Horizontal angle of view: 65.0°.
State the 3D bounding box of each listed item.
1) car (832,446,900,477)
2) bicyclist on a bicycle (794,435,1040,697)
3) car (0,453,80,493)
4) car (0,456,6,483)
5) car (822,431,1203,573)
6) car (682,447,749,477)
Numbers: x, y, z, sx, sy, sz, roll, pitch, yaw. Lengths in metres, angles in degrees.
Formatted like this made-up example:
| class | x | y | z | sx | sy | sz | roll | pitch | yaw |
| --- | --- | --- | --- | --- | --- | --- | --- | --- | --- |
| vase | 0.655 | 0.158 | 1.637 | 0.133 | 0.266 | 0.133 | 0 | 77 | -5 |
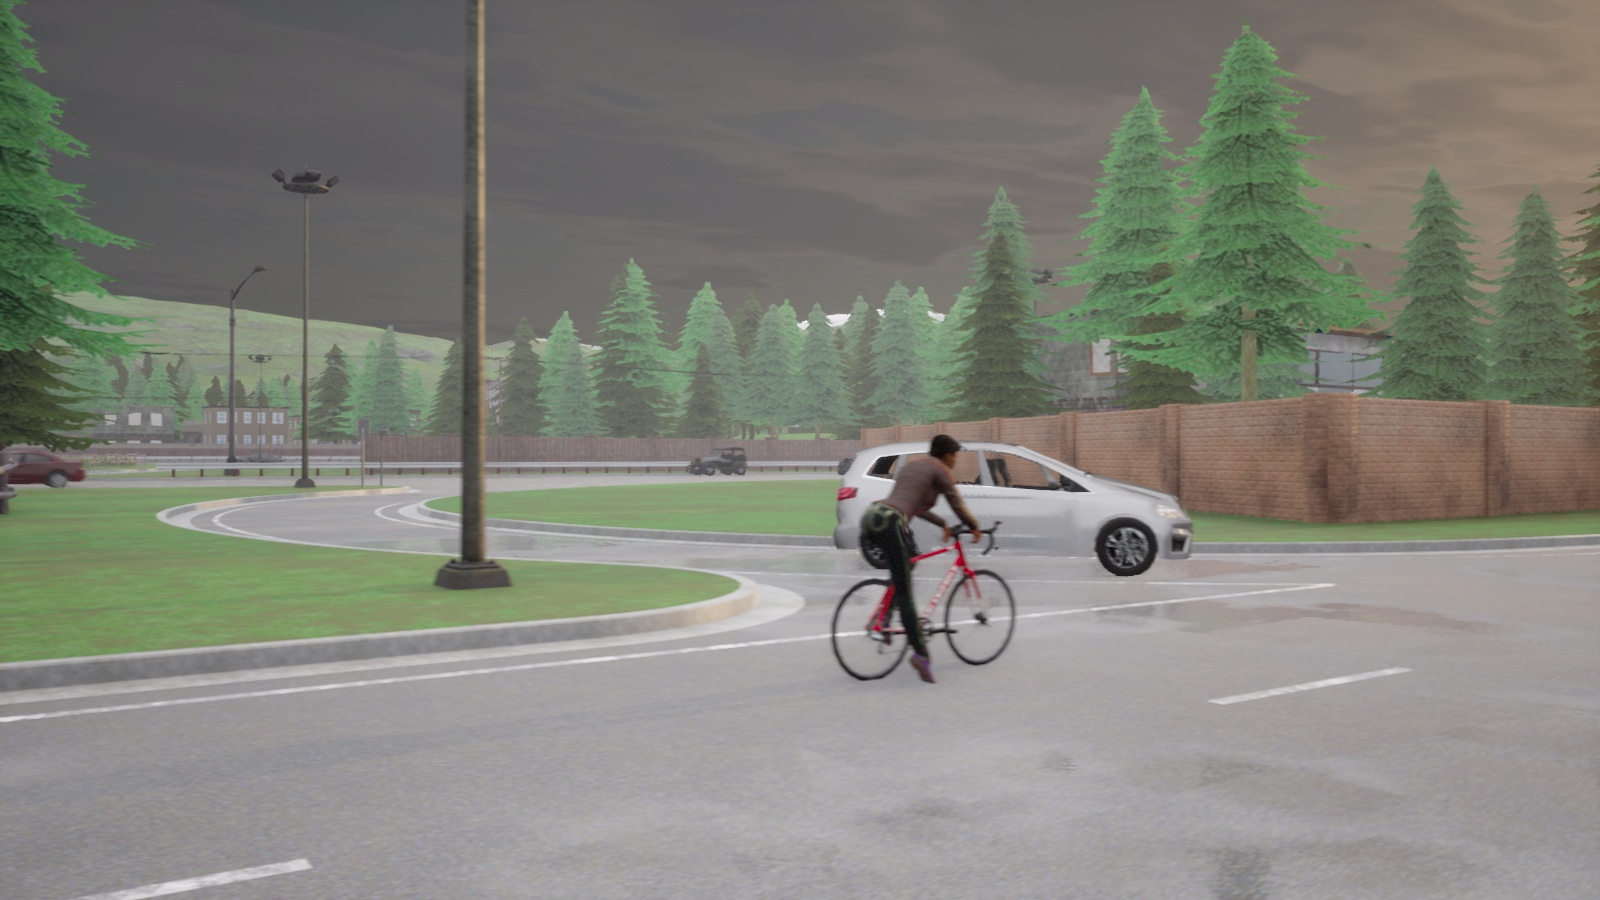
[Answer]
| class | x | y | z | sx | sy | sz | roll | pitch | yaw |
| --- | --- | --- | --- | --- | --- | --- | --- | --- | --- |
| car | 4.133 | 0.718 | 78.710 | 3.866 | 1.878 | 1.905 | 0 | 0 | -35 |
| bicyclist on a bicycle | 0.816 | 0.715 | 8.491 | 1.656 | 1.620 | 0.582 | -1 | 0 | -35 |
| car | -31.404 | 0.910 | 49.561 | 5.008 | 1.535 | 1.882 | 0 | 0 | -35 |
| car | -44.147 | 1.045 | 65.126 | 2.033 | 1.411 | 5.357 | 0 | 0 | 8 |
| car | 2.803 | 0.622 | 16.460 | 4.611 | 1.667 | 2.242 | 0 | 0 | 15 |
| car | -5.410 | 0.743 | 80.575 | 3.866 | 1.878 | 1.905 | 0 | 0 | -35 |
